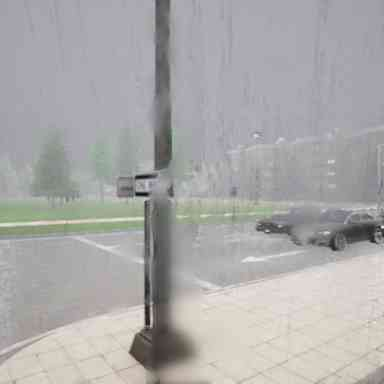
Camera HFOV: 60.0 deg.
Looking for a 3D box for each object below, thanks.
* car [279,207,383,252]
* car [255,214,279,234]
[{"bbox_3d":[6.198,1.486,13.930,4.902,1.511,2.128,0,0,-35],"label":"car"},{"bbox_3d":[5.903,1.541,18.016,5.357,1.411,2.033,0,0,-35],"label":"car"}]
